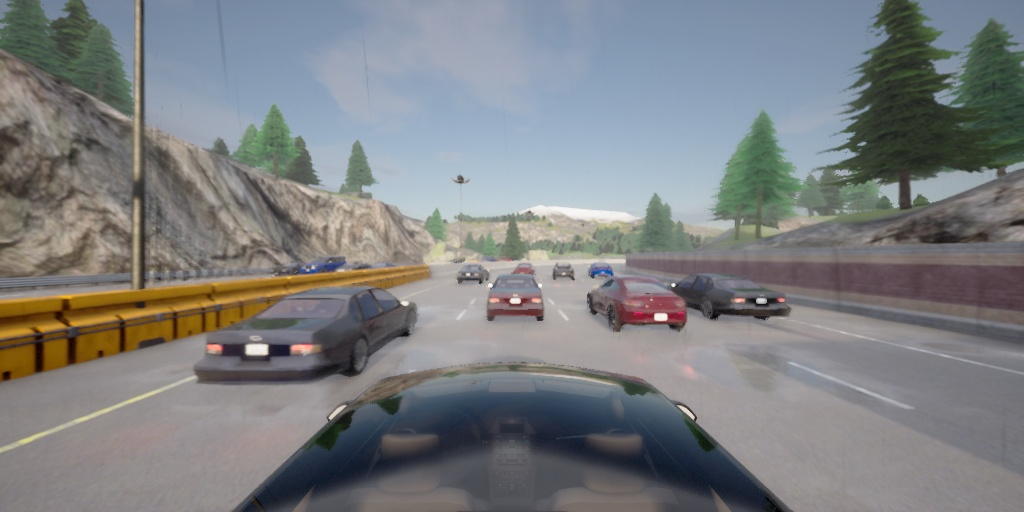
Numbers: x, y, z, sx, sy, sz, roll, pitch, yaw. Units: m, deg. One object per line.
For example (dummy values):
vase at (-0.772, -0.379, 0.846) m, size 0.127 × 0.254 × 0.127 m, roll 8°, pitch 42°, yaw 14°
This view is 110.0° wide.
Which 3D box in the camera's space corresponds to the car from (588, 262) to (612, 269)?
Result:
car at (8.348, 1.318, 34.119) m, size 1.882 × 1.535 × 5.008 m, roll 0°, pitch 0°, yaw 7°

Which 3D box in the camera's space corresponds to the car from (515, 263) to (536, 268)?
car at (1.237, 1.359, 33.613) m, size 1.812 × 1.442 × 4.674 m, roll 0°, pitch 0°, yaw 7°

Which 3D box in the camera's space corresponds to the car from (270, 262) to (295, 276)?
car at (-23.043, 1.372, 38.333) m, size 2.033 × 1.411 × 5.357 m, roll 0°, pitch 0°, yaw 8°

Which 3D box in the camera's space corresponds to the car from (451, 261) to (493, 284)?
car at (-2.896, 1.362, 27.723) m, size 2.033 × 1.411 × 5.357 m, roll 0°, pitch 0°, yaw 5°

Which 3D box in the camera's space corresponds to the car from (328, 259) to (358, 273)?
car at (-16.151, 1.318, 36.885) m, size 2.128 × 1.511 × 4.902 m, roll 0°, pitch 0°, yaw 8°

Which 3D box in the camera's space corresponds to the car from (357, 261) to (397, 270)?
car at (-12.843, 1.351, 35.291) m, size 1.812 × 1.442 × 4.674 m, roll 0°, pitch 0°, yaw 7°

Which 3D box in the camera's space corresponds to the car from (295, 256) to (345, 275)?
car at (-19.594, 1.046, 37.778) m, size 2.150 × 2.045 × 5.566 m, roll 0°, pitch 0°, yaw 8°

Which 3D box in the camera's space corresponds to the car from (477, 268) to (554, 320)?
car at (0.111, 1.326, 12.684) m, size 2.033 × 1.411 × 5.357 m, roll 0°, pitch 0°, yaw 0°

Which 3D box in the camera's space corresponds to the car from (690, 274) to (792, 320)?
car at (7.111, 1.332, 12.716) m, size 2.033 × 1.411 × 5.357 m, roll 0°, pitch 0°, yaw 0°

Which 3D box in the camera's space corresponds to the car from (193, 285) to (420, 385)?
car at (-3.416, 1.309, 7.321) m, size 2.033 × 1.411 × 5.357 m, roll 0°, pitch 0°, yaw 0°

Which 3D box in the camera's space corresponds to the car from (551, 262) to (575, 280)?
car at (4.636, 1.325, 32.563) m, size 2.128 × 1.511 × 4.902 m, roll 0°, pitch 0°, yaw 7°

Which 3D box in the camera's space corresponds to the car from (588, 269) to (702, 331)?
car at (3.600, 1.302, 10.947) m, size 1.812 × 1.442 × 4.674 m, roll 0°, pitch 0°, yaw 0°
